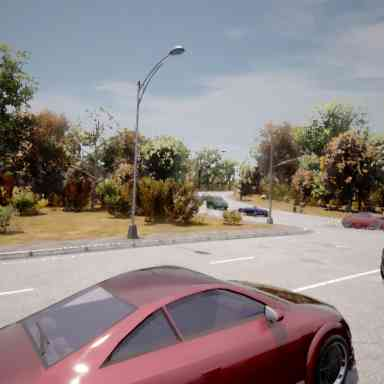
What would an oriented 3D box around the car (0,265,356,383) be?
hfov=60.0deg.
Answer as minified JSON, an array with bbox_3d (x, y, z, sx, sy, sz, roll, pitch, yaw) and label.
[{"bbox_3d":[-0.028,1.572,3.727,4.181,1.385,1.994,0,0,-36],"label":"car"}]

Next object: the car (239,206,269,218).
[{"bbox_3d":[7.688,2.360,40.878,1.895,1.301,4.718,3,0,-21],"label":"car"}]

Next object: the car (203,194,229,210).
[{"bbox_3d":[3.914,1.713,52.387,2.150,2.045,5.566,3,1,-15],"label":"car"}]

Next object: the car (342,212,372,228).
[{"bbox_3d":[14.299,2.330,26.732,1.994,1.385,4.181,3,-2,-28],"label":"car"}]

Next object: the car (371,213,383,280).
[{"bbox_3d":[6.996,1.487,8.778,4.553,1.767,2.097,2,-1,-35],"label":"car"}]

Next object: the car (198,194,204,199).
[{"bbox_3d":[1.202,1.505,64.748,1.837,1.490,4.892,2,2,-9],"label":"car"}]

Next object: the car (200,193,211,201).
[{"bbox_3d":[3.203,1.130,78.692,2.128,1.511,4.902,2,2,-1],"label":"car"}]
